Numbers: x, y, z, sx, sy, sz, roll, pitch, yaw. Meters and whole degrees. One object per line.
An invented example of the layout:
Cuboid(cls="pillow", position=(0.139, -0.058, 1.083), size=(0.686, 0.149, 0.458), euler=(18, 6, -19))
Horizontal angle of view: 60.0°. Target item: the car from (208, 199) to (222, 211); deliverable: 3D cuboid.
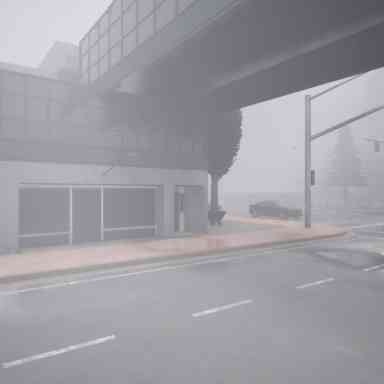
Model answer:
Cuboid(cls="car", position=(1.266, 1.485, 36.858), size=(1.882, 1.535, 5.008), euler=(0, 0, -36))

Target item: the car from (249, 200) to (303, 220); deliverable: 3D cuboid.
Cuboid(cls="car", position=(7.138, 1.485, 28.704), size=(1.882, 1.535, 5.008), euler=(0, 0, -36))
